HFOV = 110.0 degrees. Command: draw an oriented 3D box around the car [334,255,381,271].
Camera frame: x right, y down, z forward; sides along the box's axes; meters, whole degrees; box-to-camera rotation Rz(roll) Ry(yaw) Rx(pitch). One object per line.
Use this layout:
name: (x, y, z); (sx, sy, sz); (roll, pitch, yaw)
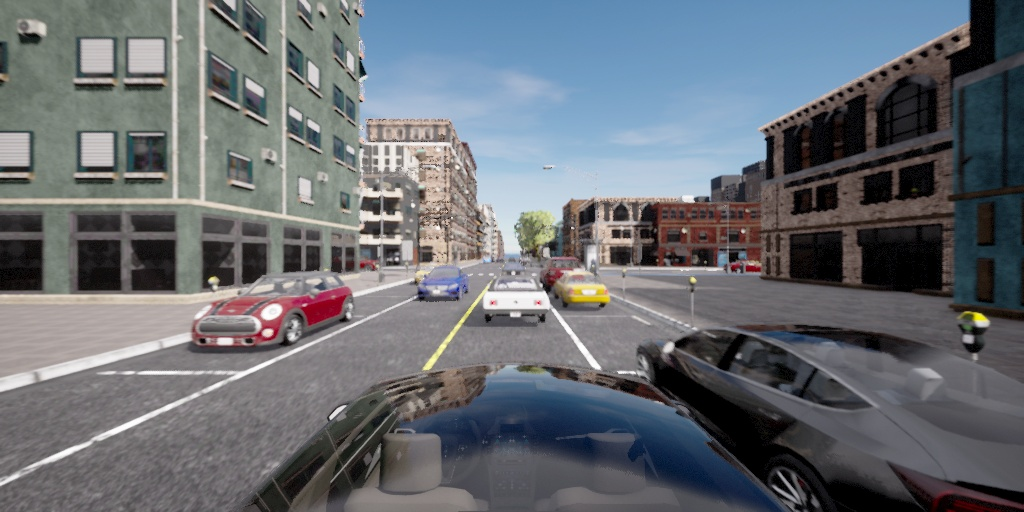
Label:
car: (-17.272, 0.843, 39.955); (5.009, 1.841, 2.192); (0, 0, 0)

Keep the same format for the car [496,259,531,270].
car: (0.103, 1.185, 26.898); (2.033, 1.411, 5.357); (0, 0, 0)

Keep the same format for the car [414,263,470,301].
car: (-3.091, 1.207, 16.996); (1.812, 1.442, 4.674); (0, 0, 0)

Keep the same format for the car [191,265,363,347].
car: (-5.690, 1.157, 9.104); (1.967, 1.591, 4.097); (0, 0, 0)

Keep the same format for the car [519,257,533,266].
car: (2.698, 1.053, 63.672); (2.007, 1.370, 4.403); (0, 0, 0)

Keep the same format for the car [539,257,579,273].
car: (2.692, 0.982, 20.182); (2.192, 1.841, 5.009); (0, 0, 0)

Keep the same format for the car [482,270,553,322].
car: (0.101, 1.304, 12.022); (1.895, 1.301, 4.718); (0, 0, 0)

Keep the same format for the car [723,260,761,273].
car: (26.152, 1.247, 40.206); (4.507, 1.381, 1.888); (0, 0, 0)

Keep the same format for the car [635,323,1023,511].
car: (2.690, 1.308, 3.563); (1.948, 1.339, 4.313); (0, 0, 0)

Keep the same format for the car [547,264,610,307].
car: (2.692, 1.217, 14.812); (1.751, 1.417, 4.829); (0, 0, 0)
